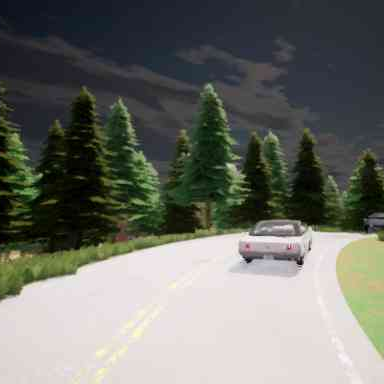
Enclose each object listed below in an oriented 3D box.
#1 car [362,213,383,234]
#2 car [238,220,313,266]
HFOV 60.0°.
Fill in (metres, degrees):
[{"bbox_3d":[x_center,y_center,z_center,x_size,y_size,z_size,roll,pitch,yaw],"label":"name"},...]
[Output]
[{"bbox_3d":[14.448,2.327,24.332,4.902,1.511,2.128,6,-7,-33],"label":"car"},{"bbox_3d":[3.149,1.643,11.784,1.895,1.301,4.718,-2,-1,24],"label":"car"}]
